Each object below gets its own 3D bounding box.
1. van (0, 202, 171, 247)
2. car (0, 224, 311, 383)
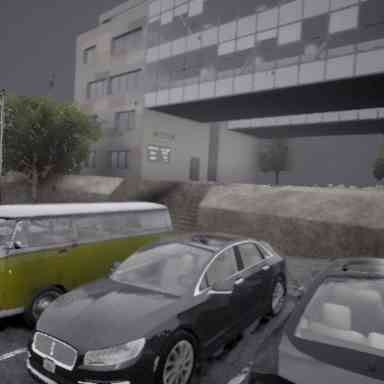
[{"bbox_3d":[-2.352,1.218,6.820,1.878,1.987,4.442,0,0,36],"label":"van"},{"bbox_3d":[-0.009,1.463,5.297,2.231,1.521,4.892,0,0,36],"label":"car"}]
